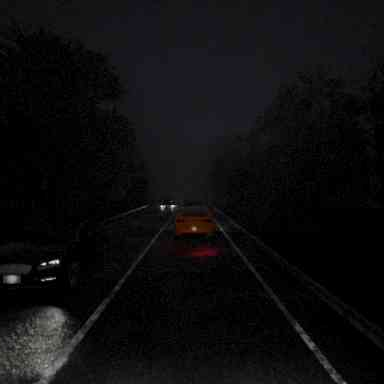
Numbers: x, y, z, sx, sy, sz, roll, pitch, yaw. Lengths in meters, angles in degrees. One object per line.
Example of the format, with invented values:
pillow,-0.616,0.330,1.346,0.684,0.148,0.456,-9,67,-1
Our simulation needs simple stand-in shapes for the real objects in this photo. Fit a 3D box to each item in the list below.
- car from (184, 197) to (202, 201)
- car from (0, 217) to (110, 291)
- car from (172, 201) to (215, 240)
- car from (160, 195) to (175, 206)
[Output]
car,0.095,1.326,35.894,1.882,1.535,5.008,0,0,0
car,-3.602,1.477,9.105,2.128,1.511,4.902,0,0,0
car,0.098,1.438,16.952,1.882,1.535,5.008,0,0,0
car,-3.585,1.244,50.216,1.837,1.490,4.892,0,1,0
